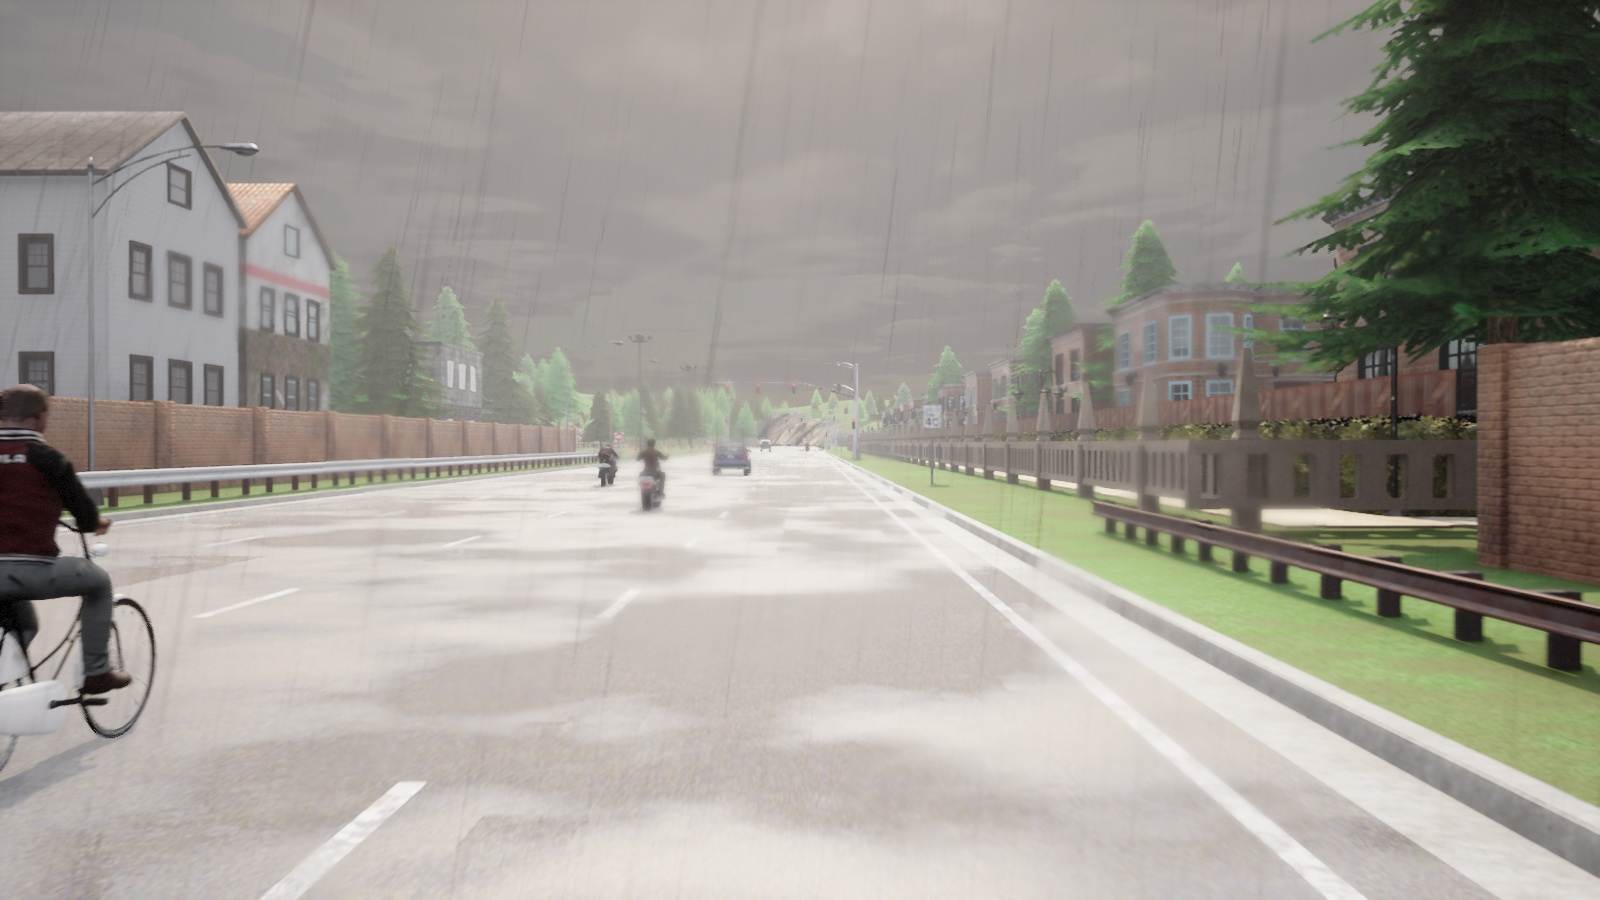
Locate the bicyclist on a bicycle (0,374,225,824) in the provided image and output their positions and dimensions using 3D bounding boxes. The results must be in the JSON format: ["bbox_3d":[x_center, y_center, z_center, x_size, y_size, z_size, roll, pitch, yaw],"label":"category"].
[{"bbox_3d":[-3.451,0.581,5.877,0.659,1.776,1.843,0,1,0],"label":"bicyclist on a bicycle"}]

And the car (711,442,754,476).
[{"bbox_3d":[-3.150,0.391,58.883,1.789,1.549,3.705,0,0,0],"label":"car"}]

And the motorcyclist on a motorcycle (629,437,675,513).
[{"bbox_3d":[-3.323,0.534,28.387,0.766,1.649,2.350,0,0,0],"label":"motorcyclist on a motorcycle"}]

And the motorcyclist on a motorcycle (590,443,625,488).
[{"bbox_3d":[-6.734,0.527,44.081,0.866,1.530,2.191,0,0,0],"label":"motorcyclist on a motorcycle"}]
